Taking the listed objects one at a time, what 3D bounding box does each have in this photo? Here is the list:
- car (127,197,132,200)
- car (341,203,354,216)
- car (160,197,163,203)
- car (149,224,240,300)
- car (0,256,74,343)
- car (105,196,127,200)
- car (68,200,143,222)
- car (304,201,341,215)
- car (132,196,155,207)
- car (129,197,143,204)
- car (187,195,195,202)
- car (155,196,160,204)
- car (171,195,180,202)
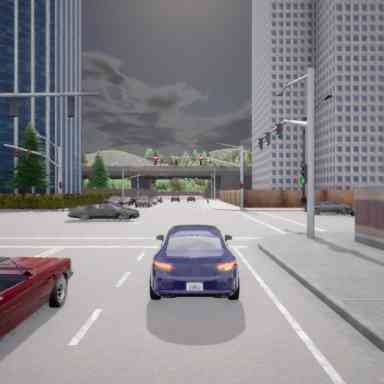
[{"bbox_3d":[-10.723,1.491,54.307,2.128,1.511,4.902,0,0,0],"label":"car"},{"bbox_3d":[16.215,1.564,29.966,4.181,1.385,1.994,0,0,0],"label":"car"},{"bbox_3d":[-7.169,1.564,68.866,1.994,1.385,4.181,0,0,0],"label":"car"},{"bbox_3d":[0.058,1.526,8.252,1.812,1.442,4.674,0,0,0],"label":"car"},{"bbox_3d":[-3.452,1.601,4.982,1.895,1.301,4.718,0,0,0],"label":"car"},{"bbox_3d":[-10.710,1.352,45.347,2.097,1.767,4.553,0,0,0],"label":"car"},{"bbox_3d":[-6.842,1.547,26.036,5.357,1.411,2.033,0,0,-1],"label":"car"},{"bbox_3d":[13.548,1.564,33.472,4.181,1.385,1.994,0,0,0],"label":"car"},{"bbox_3d":[-7.217,1.352,49.837,2.097,1.767,4.553,0,0,0],"label":"car"},{"bbox_3d":[-10.706,1.601,63.530,1.895,1.301,4.718,0,0,0],"label":"car"},{"bbox_3d":[-0.184,1.477,74.528,1.837,1.490,4.892,0,0,0],"label":"car"},{"bbox_3d":[-7.222,1.601,58.819,1.895,1.301,4.718,0,0,0],"label":"car"},{"bbox_3d":[-3.684,1.501,74.519,1.812,1.442,4.674,0,0,0],"label":"car"}]
